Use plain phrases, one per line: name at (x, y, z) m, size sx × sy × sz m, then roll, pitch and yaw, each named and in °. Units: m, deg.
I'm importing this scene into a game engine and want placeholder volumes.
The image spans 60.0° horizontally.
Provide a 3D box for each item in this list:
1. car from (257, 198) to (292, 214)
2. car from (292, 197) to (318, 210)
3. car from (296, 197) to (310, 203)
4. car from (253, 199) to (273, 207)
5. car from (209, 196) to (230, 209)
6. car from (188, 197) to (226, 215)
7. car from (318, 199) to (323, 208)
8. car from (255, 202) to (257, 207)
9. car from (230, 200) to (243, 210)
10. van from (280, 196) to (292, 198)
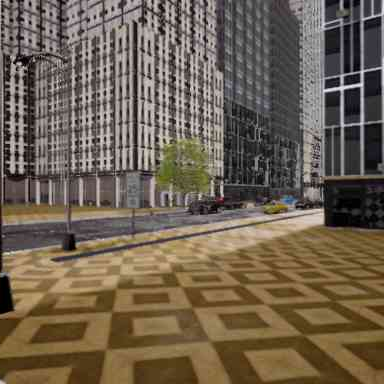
car at (9.371, 1.663, 37.452) m, size 1.752 × 1.417 × 4.829 m, roll 0°, pitch 0°, yaw 35°
car at (15.740, 1.741, 46.694) m, size 1.947 × 1.339 × 4.313 m, roll 0°, pitch 0°, yaw 35°
car at (25.004, 1.820, 74.906) m, size 1.887 × 1.381 × 4.507 m, roll 0°, pitch 0°, yaw 35°
car at (12.073, 1.799, 56.140) m, size 1.802 × 1.307 × 4.206 m, roll 0°, pitch 0°, yaw 35°
car at (2.374, 1.479, 42.069) m, size 2.192 × 1.841 × 5.009 m, roll 0°, pitch 0°, yaw 35°
car at (1.456, 1.640, 36.155) m, size 1.837 × 1.490 × 4.892 m, roll 0°, pitch 0°, yaw 35°
car at (18.973, 1.742, 51.385) m, size 2.008 × 1.369 × 4.403 m, roll 0°, pitch 0°, yaw 35°
car at (10.735, 1.461, 49.456) m, size 1.994 × 1.385 × 4.181 m, roll 0°, pitch 0°, yaw 35°
car at (5.607, 1.749, 46.758) m, size 1.947 × 1.339 × 4.313 m, roll 0°, pitch 0°, yaw 35°
van at (18.539, 1.589, 65.526) m, size 1.690 × 1.788 × 3.998 m, roll 0°, pitch 0°, yaw 35°
